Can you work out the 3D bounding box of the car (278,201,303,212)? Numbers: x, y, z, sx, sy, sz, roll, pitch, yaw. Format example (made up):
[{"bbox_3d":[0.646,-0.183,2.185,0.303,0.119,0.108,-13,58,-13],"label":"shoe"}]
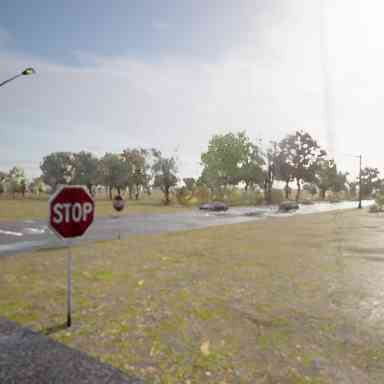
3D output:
[{"bbox_3d":[14.158,2.134,48.526,1.837,1.490,4.892,1,0,36],"label":"car"}]

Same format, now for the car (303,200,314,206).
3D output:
[{"bbox_3d":[27.065,2.507,78.341,1.895,1.301,4.718,1,0,36],"label":"car"}]

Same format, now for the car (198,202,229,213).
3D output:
[{"bbox_3d":[3.039,2.008,45.098,2.033,1.411,5.357,1,0,36],"label":"car"}]
